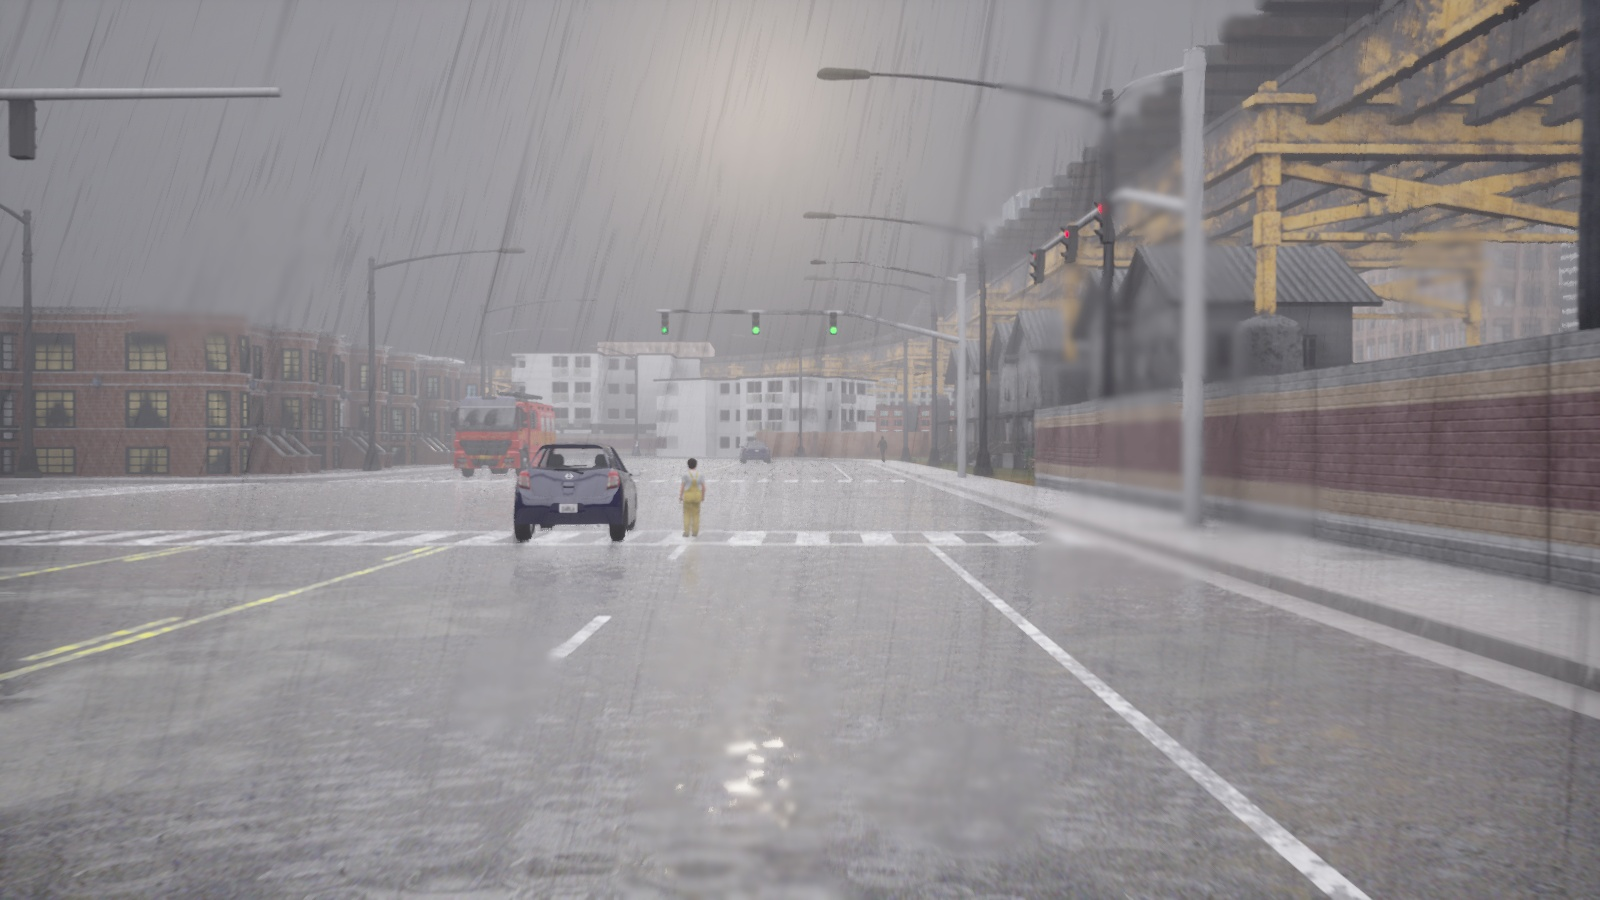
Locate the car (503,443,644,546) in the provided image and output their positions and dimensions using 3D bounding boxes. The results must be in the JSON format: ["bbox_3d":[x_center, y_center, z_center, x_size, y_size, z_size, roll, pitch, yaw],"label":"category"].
[{"bbox_3d":[-3.553,0.643,20.292,1.845,1.501,3.633,0,0,-4],"label":"car"}]

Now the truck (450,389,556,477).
[{"bbox_3d":[-13.642,-0.758,58.400,2.891,3.827,8.468,0,0,0],"label":"truck"}]

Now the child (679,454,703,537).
[{"bbox_3d":[-1.686,0.701,19.437,0.270,1.263,0.437,0,0,-18],"label":"child"}]

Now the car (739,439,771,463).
[{"bbox_3d":[-3.417,0.070,94.520,2.097,1.767,4.553,0,0,-6],"label":"car"}]
